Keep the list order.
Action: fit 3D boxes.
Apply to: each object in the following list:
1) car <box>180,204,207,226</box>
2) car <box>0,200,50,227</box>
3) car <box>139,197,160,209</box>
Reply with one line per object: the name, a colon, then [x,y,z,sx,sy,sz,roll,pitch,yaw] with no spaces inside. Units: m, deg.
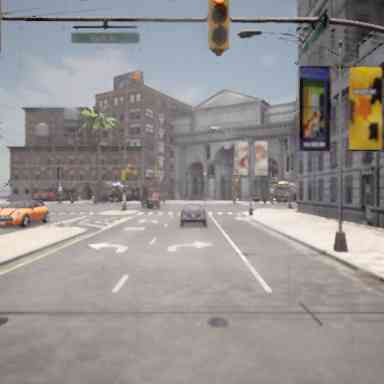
car: [0.099,1.534,23.245,2.033,1.411,5.357,0,0,0]
car: [-11.531,1.340,22.552,2.097,1.767,4.553,0,0,0]
car: [-5.918,1.480,46.306,1.837,1.490,4.892,1,0,-24]
